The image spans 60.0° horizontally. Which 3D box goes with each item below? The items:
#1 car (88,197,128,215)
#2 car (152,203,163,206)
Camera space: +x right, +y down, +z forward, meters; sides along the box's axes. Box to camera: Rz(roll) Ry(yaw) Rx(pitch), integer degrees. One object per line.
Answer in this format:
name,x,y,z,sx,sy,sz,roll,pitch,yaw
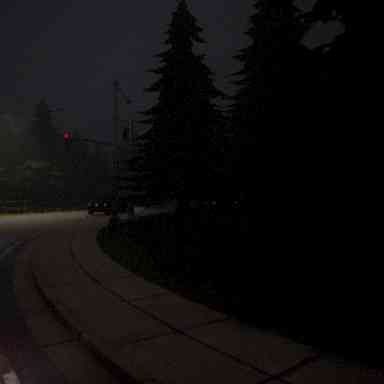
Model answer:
car,-7.550,1.149,30.824,2.097,1.767,4.553,1,0,19
car,-5.639,1.234,43.478,2.128,1.511,4.902,0,0,28
